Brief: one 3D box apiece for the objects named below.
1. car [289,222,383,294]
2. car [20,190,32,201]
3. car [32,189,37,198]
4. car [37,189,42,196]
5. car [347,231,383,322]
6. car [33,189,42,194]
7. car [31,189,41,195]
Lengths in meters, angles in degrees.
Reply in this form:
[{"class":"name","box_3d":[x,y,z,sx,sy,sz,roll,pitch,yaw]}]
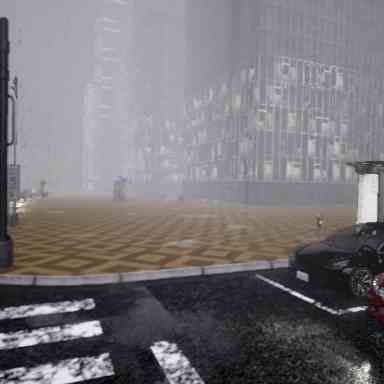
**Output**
[{"class":"car","box_3d":[4.370,1.423,7.840,4.313,1.339,1.947,0,2,-22]},{"class":"car","box_3d":[-23.971,0.567,46.421,2.008,1.369,4.403,0,1,-22]},{"class":"car","box_3d":[-28.156,0.364,56.914,1.887,1.381,4.507,0,1,-22]},{"class":"car","box_3d":[-34.498,0.047,72.810,1.752,1.417,4.829,0,1,-22]},{"class":"car","box_3d":[5.058,1.465,5.323,4.674,1.442,1.812,1,2,-20]},{"class":"car","box_3d":[-38.620,-0.087,83.145,1.802,1.307,4.206,0,1,-22]},{"class":"car","box_3d":[-36.527,-0.027,77.898,1.887,1.381,4.507,0,1,-22]}]
